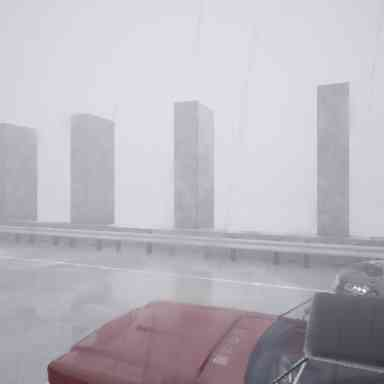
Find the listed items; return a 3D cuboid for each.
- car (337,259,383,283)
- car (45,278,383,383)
[{"bbox_3d":[4.761,1.491,4.914,4.902,1.511,2.128,0,0,23],"label":"car"},{"bbox_3d":[1.119,1.601,2.683,4.718,1.301,1.895,0,0,23],"label":"car"}]
